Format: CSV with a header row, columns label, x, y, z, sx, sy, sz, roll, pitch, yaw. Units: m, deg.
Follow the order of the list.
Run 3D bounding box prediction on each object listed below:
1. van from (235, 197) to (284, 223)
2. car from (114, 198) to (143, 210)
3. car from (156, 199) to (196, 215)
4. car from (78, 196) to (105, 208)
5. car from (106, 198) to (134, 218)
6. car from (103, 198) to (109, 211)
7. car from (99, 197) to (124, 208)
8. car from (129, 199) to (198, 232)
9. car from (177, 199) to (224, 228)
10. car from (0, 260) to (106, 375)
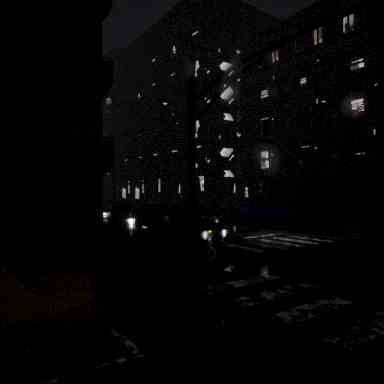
label,x,y,z,sx,sy,sz,roll,pitch,yaw
van,4.982,1.280,24.930,1.690,1.788,3.998,0,0,-36
car,-8.293,1.463,43.277,1.887,1.381,4.507,-1,0,-36
car,-1.755,1.450,34.242,1.752,1.417,4.829,0,0,-36
car,-14.256,1.429,47.008,2.128,1.511,4.902,-1,0,-36
car,-5.690,1.532,29.800,1.994,1.385,4.181,-1,0,-36
car,-11.644,1.439,38.048,1.882,1.535,5.008,-1,0,-36
car,-11.611,1.463,47.864,1.887,1.381,4.507,-1,0,-36
car,-1.818,1.441,20.033,1.967,1.590,4.097,0,0,-36
car,0.050,1.473,21.866,2.128,1.511,4.902,-1,0,-36
car,-3.549,1.525,4.036,4.829,1.417,1.752,0,0,-35
